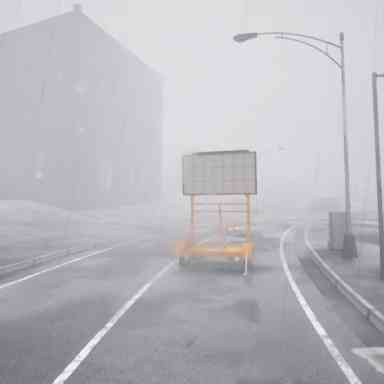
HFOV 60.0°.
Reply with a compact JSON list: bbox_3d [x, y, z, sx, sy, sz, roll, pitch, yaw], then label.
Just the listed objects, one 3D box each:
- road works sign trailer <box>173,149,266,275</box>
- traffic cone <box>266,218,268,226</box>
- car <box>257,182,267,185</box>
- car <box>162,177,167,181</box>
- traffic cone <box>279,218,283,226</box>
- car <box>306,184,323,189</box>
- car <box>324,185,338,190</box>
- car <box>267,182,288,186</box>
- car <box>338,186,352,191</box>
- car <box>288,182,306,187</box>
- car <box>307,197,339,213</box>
[{"bbox_3d":[0.920,0.493,10.681,2.380,3.560,2.880,-1,0,18],"label":"road works sign trailer"},{"bbox_3d":[5.148,2.079,23.019,0.340,0.580,0.340,-2,-1,17],"label":"traffic cone"},{"bbox_3d":[13.060,-1.683,71.280,4.674,1.452,2.002,2,-5,-25],"label":"car"},{"bbox_3d":[-7.062,-2.470,62.396,4.553,1.767,2.185,2,-5,-24],"label":"car"},{"bbox_3d":[6.103,2.048,22.734,0.340,0.580,0.340,-2,-1,17],"label":"traffic cone"},{"bbox_3d":[27.992,-1.071,78.951,4.792,1.488,2.163,2,-5,-28],"label":"car"},{"bbox_3d":[32.789,-0.840,81.671,4.674,1.452,2.002,3,-5,-30],"label":"car"},{"bbox_3d":[18.047,-1.526,73.706,5.008,1.535,2.097,2,-5,-26],"label":"car"},{"bbox_3d":[37.441,-0.652,84.448,4.892,1.521,2.231,3,-5,-31],"label":"car"},{"bbox_3d":[22.960,-1.447,76.234,4.553,1.767,2.185,2,-5,-27],"label":"car"},{"bbox_3d":[17.937,1.784,45.321,5.566,2.045,2.150,1,-4,-40],"label":"car"}]
